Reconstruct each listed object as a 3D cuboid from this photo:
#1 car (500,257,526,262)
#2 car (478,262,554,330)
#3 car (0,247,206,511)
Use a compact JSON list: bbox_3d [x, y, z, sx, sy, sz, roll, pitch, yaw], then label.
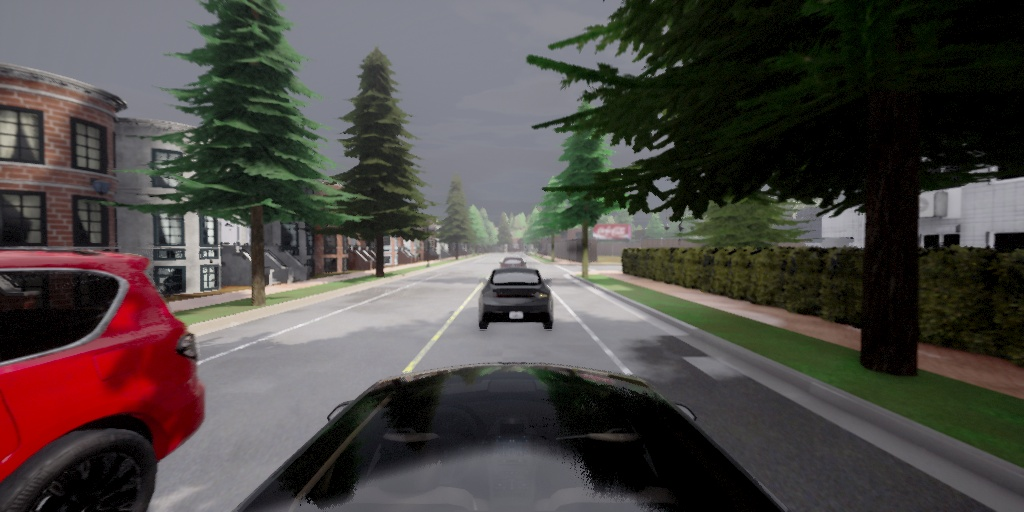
[{"bbox_3d":[0.073,0.782,23.930,1.812,1.442,4.674,0,1,1],"label":"car"},{"bbox_3d":[0.093,1.059,10.385,1.837,1.490,4.892,0,0,0],"label":"car"},{"bbox_3d":[-3.600,0.995,0.606,2.150,2.045,5.566,0,1,0],"label":"car"}]
